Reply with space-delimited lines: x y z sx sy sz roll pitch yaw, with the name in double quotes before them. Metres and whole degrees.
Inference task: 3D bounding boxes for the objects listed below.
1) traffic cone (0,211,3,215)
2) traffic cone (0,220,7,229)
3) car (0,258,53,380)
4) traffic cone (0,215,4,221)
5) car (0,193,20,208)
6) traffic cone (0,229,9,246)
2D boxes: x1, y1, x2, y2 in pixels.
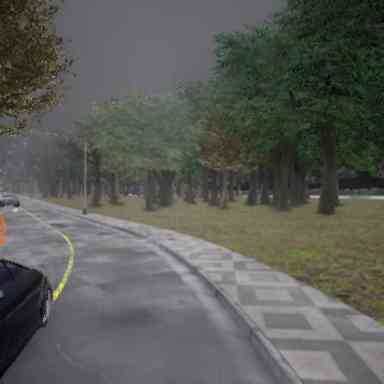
"traffic cone" -15.564 2.037 27.232 0.340 0.580 0.340 1 0 -31
"traffic cone" -10.456 2.030 18.635 0.340 0.580 0.340 1 0 -31
"car" -3.192 1.591 4.134 1.994 1.385 4.181 0 0 -9
"traffic cone" -13.010 2.035 22.934 0.340 0.580 0.340 1 0 -31
"car" -26.952 1.225 48.974 2.150 2.045 5.566 1 0 -35
"traffic cone" -8.220 2.021 14.482 0.340 0.580 0.340 1 0 -25
